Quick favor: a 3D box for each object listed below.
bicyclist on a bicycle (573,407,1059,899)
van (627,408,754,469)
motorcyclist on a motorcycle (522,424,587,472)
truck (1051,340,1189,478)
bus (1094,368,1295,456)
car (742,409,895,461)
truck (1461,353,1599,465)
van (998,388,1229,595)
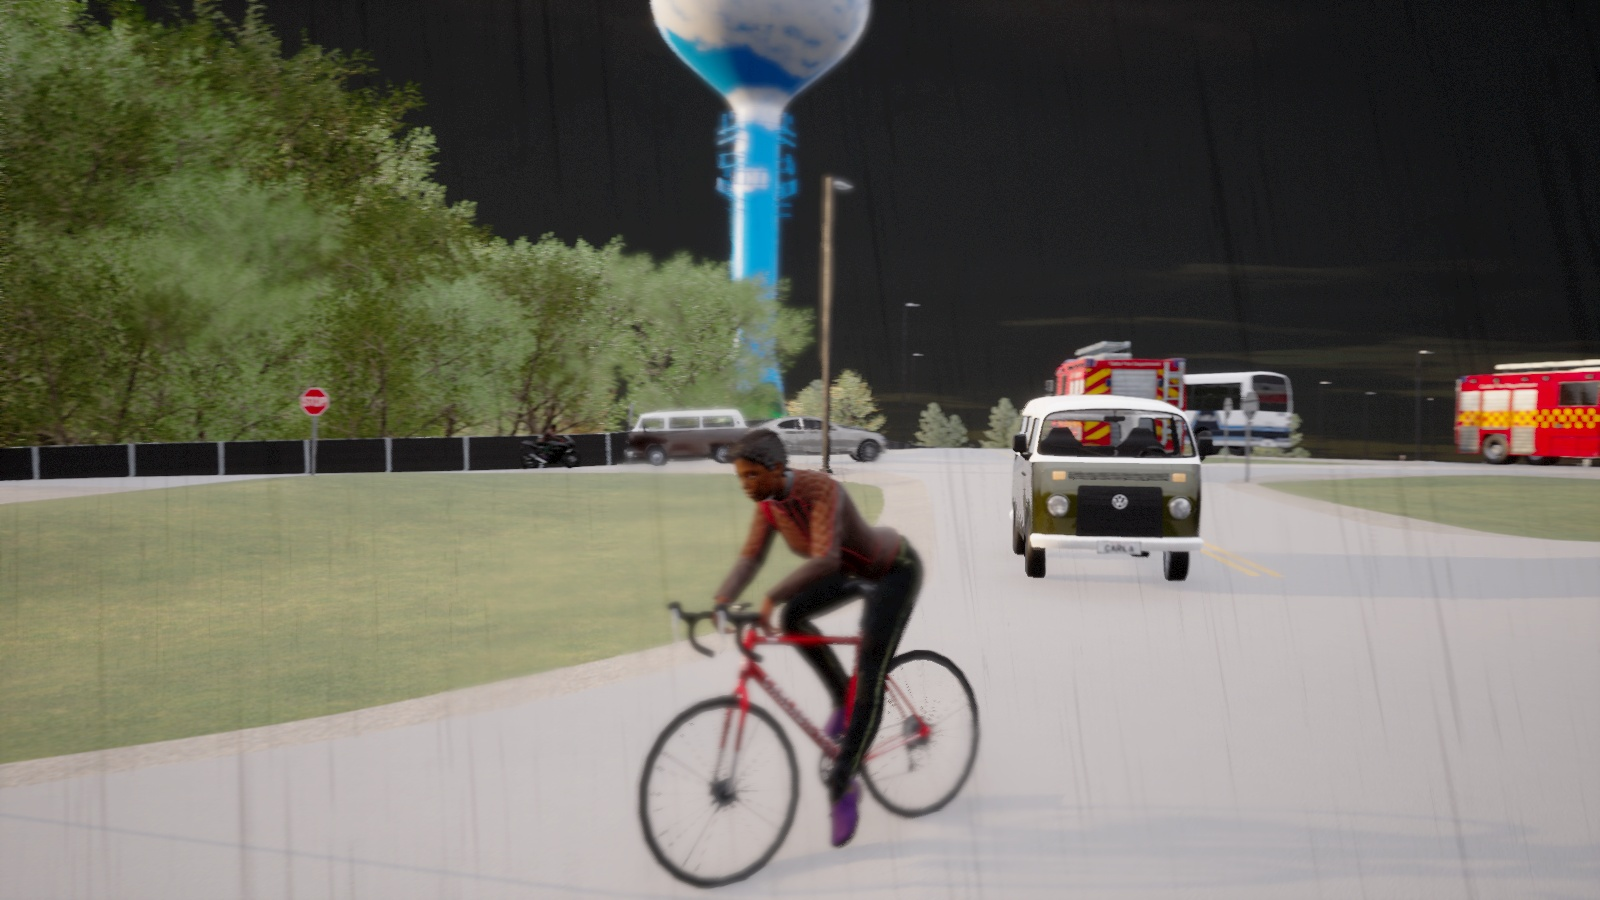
[{"bbox_3d":[0.109,0.729,4.790,1.656,1.620,0.582,-6,-1,-36],"label":"bicyclist on a bicycle"},{"bbox_3d":[-4.003,-0.407,46.302,4.480,2.038,2.069,-2,-2,-3],"label":"van"},{"bbox_3d":[-8.268,-0.073,42.334,2.044,1.523,0.797,-2,0,-7],"label":"motorcyclist on a motorcycle"},{"bbox_3d":[9.736,-1.310,39.182,2.891,3.827,8.468,1,2,6],"label":"truck"},{"bbox_3d":[20.802,-1.961,67.119,3.944,4.253,10.273,1,1,-29],"label":"bus"},{"bbox_3d":[0.589,-0.514,43.386,5.027,1.651,2.152,-1,1,-7],"label":"car"},{"bbox_3d":[28.052,-1.398,44.448,2.891,3.827,8.468,1,1,-19],"label":"truck"},{"bbox_3d":[3.470,0.347,14.782,2.069,2.038,4.480,1,2,7],"label":"van"}]
